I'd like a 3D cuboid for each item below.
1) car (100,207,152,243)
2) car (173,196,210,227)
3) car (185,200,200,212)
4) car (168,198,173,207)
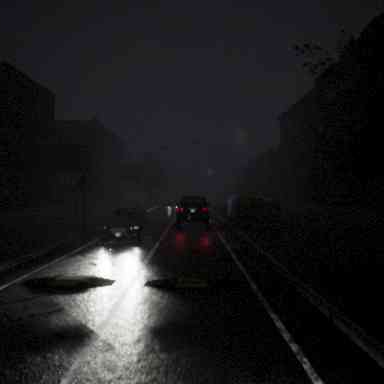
[{"bbox_3d":[-3.119,1.538,16.444,2.128,1.511,4.902,0,0,0],"label":"car"},{"bbox_3d":[0.071,1.280,23.215,2.150,2.045,5.566,0,-1,1],"label":"car"},{"bbox_3d":[0.050,1.735,42.138,1.895,1.301,4.718,0,0,0],"label":"car"},{"bbox_3d":[-3.114,1.773,58.251,1.812,1.442,4.674,0,0,1],"label":"car"}]
